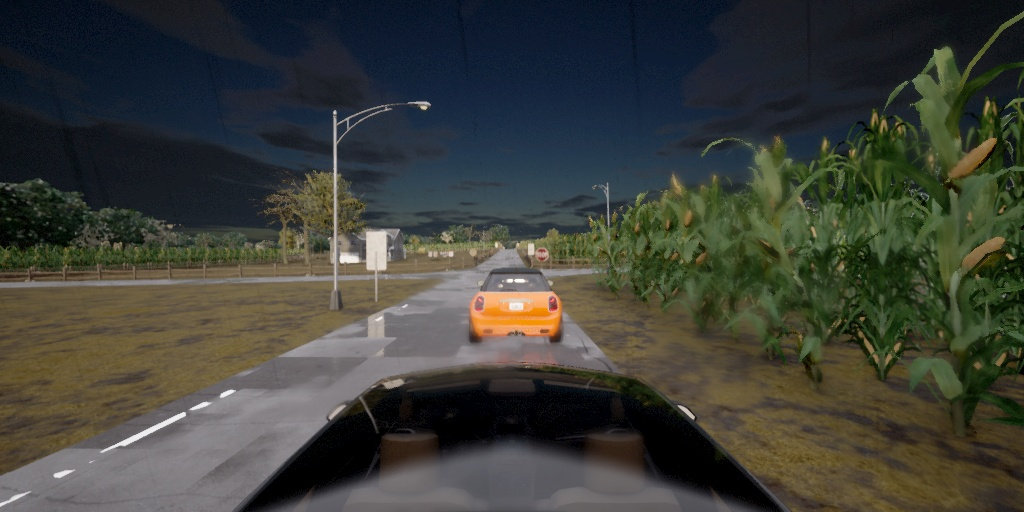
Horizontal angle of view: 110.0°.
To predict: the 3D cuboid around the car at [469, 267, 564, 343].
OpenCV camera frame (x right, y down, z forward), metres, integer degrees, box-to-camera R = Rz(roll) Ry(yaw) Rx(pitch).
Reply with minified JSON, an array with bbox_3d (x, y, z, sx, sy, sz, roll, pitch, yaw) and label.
[{"bbox_3d":[0.092,1.078,9.748,2.097,1.767,4.553,0,0,0],"label":"car"}]
